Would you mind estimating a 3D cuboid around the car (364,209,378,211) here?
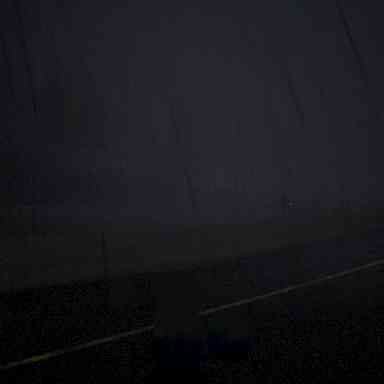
[{"bbox_3d":[19.291,1.581,35.062,2.128,1.511,4.902,0,0,44],"label":"car"}]
